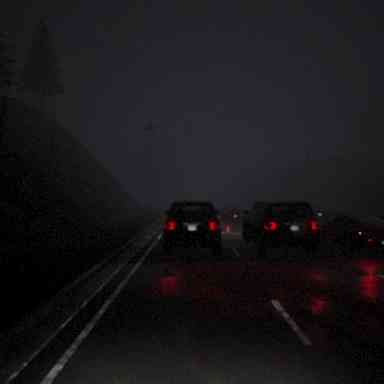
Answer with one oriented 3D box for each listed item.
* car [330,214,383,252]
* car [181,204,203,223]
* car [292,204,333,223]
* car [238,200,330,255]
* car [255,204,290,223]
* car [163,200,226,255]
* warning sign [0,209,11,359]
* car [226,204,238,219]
[{"bbox_3d":[7.011,1.661,14.369,1.812,1.442,4.674,0,0,0],"label":"car"},{"bbox_3d":[-0.015,1.799,29.248,1.812,1.442,4.674,0,0,-1],"label":"car"},{"bbox_3d":[10.485,1.839,29.321,1.994,1.385,4.181,0,0,-1],"label":"car"},{"bbox_3d":[3.506,1.348,14.024,2.150,2.045,5.566,0,0,0],"label":"car"},{"bbox_3d":[6.985,1.838,29.261,1.994,1.385,4.181,0,0,-1],"label":"car"},{"bbox_3d":[0.006,1.348,14.015,2.150,2.045,5.566,0,0,0],"label":"car"},{"bbox_3d":[-3.048,1.153,3.872,1.300,1.860,1.060,0,-1,0],"label":"warning sign"},{"bbox_3d":[3.485,1.800,29.294,1.812,1.442,4.674,0,0,-1],"label":"car"}]
